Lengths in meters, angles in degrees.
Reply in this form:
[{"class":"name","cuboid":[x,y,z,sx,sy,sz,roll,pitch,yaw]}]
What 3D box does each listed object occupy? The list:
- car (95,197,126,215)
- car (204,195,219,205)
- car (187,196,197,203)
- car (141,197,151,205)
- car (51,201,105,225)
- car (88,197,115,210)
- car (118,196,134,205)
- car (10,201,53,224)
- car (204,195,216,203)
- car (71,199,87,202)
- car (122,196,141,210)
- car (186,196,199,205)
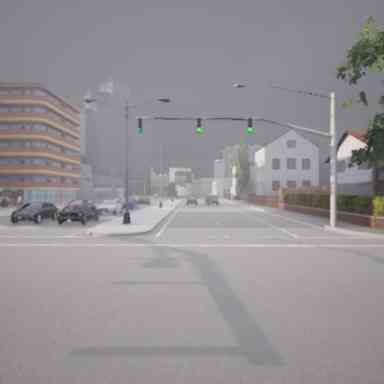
[{"class":"car","cuboid":[-8.084,1.488,33.018,1.812,1.442,4.674,0,0,0]},{"class":"car","cuboid":[3.511,1.483,55.485,2.033,1.411,5.357,0,0,0]},{"class":"car","cuboid":[0.014,1.447,65.903,1.812,1.442,4.674,0,0,0]},{"class":"car","cuboid":[-8.005,1.499,55.462,1.994,1.385,4.181,0,0,1]},{"class":"car","cuboid":[-8.085,1.573,24.129,1.895,1.301,4.718,0,0,1]},{"class":"car","cuboid":[-11.571,1.441,42.975,2.128,1.511,4.902,0,0,0]},{"class":"car","cuboid":[-11.498,1.439,58.112,1.837,1.490,4.892,0,0,0]},{"class":"car","cuboid":[-11.588,1.476,24.810,1.837,1.490,4.892,0,0,0]},{"class":"car","cuboid":[3.514,1.415,65.902,2.128,1.511,4.902,0,0,0]},{"class":"car","cuboid":[-11.581,1.487,33.944,1.812,1.442,4.674,0,0,0]},{"class":"car","cuboid":[-8.077,1.429,42.115,1.882,1.535,5.008,0,0,0]},{"class":"car","cuboid":[0.012,1.461,55.902,1.812,1.442,4.674,0,0,0]}]
